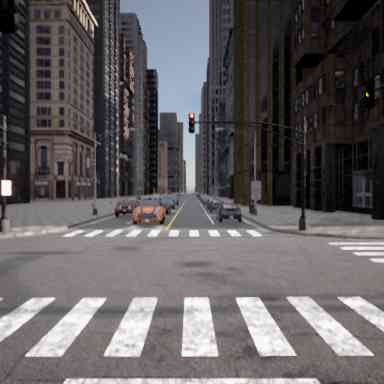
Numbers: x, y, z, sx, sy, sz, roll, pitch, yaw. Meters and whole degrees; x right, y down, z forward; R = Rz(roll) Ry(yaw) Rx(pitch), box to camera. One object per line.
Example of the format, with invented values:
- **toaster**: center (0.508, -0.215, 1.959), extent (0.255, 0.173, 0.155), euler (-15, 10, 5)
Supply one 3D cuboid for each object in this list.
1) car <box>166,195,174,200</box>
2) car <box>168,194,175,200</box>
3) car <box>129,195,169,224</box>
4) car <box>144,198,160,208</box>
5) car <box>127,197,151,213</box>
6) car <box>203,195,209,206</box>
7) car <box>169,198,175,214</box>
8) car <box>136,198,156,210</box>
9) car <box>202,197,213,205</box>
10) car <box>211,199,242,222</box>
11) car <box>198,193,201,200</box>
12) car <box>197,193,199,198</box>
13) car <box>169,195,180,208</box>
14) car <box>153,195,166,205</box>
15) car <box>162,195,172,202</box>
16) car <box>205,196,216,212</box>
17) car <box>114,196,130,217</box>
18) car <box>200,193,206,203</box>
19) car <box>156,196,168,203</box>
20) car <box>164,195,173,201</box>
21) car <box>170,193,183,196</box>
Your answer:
- **car**: center (-5.767, 1.454, 87.355), extent (1.947, 1.339, 4.313), euler (0, 0, 0)
- **car**: center (-5.767, 1.410, 92.825), extent (1.752, 1.417, 4.829), euler (0, 0, 0)
- **car**: center (-3.042, 1.312, 24.268), extent (2.097, 1.767, 4.553), euler (0, 0, -2)
- **car**: center (-5.766, 1.508, 47.870), extent (1.802, 1.307, 4.206), euler (0, 0, 0)
- **car**: center (-5.766, 1.382, 36.589), extent (1.967, 1.590, 4.097), euler (0, 0, 0)
- **car**: center (2.760, 1.479, 42.239), extent (1.887, 1.381, 4.507), euler (0, 0, 0)
- **car**: center (-3.093, 1.548, 33.315), extent (1.895, 1.301, 4.718), euler (0, 0, 0)
- **car**: center (-5.766, 1.500, 42.230), extent (1.947, 1.339, 4.313), euler (0, 0, 0)
- **car**: center (2.759, 1.495, 59.160), extent (1.802, 1.307, 4.206), euler (0, 0, 0)
- **car**: center (2.760, 1.509, 25.317), extent (2.008, 1.369, 4.403), euler (0, 0, 0)
- **car**: center (2.759, 1.347, 64.800), extent (1.967, 1.590, 4.097), euler (0, 0, 0)
- **car**: center (2.759, 1.441, 76.082), extent (1.887, 1.381, 4.507), euler (0, 0, 0)
- **car**: center (-3.077, 1.480, 43.069), extent (2.033, 1.411, 5.357), euler (0, 0, 0)
- **car**: center (-5.766, 1.353, 59.151), extent (1.967, 1.590, 4.097), euler (0, 0, 0)
- **car**: center (-5.766, 1.462, 76.073), extent (1.947, 1.339, 4.313), euler (0, 0, 0)
- **car**: center (2.760, 1.493, 36.598), extent (2.008, 1.369, 4.403), euler (0, 0, 0)
- **car**: center (-5.766, 1.265, 30.947), extent (2.192, 1.841, 5.009), euler (0, 0, 0)
- **car**: center (2.759, 1.359, 53.519), extent (1.967, 1.590, 4.097), euler (0, 0, 0)
- **car**: center (-5.766, 1.432, 64.622), extent (1.752, 1.417, 4.829), euler (0, 0, 0)
- **car**: center (-5.766, 1.418, 81.544), extent (1.752, 1.417, 4.829), euler (0, 0, 0)
- **car**: center (-3.017, 1.411, 53.182), extent (2.128, 1.511, 4.902), euler (0, 0, 0)
